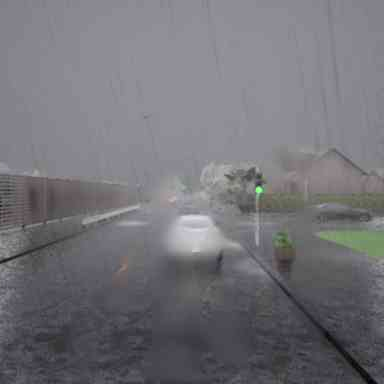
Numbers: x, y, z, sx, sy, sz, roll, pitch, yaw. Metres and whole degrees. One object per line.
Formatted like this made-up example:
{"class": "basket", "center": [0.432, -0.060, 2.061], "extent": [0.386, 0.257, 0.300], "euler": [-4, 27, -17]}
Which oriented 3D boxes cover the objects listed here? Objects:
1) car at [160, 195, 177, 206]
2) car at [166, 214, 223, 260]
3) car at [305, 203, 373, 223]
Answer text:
{"class": "car", "center": [-4.052, 1.359, 54.631], "extent": [2.097, 1.767, 4.553], "euler": [0, 0, 0]}
{"class": "car", "center": [0.090, 1.527, 12.255], "extent": [1.812, 1.442, 4.674], "euler": [0, 0, 0]}
{"class": "car", "center": [10.817, 1.529, 24.667], "extent": [4.674, 1.442, 1.812], "euler": [0, 0, 2]}
